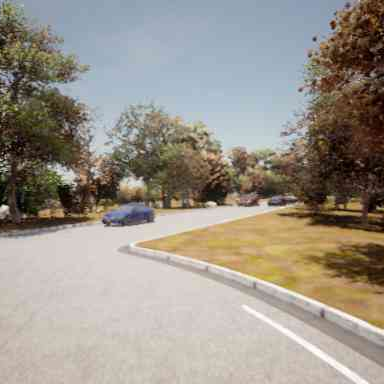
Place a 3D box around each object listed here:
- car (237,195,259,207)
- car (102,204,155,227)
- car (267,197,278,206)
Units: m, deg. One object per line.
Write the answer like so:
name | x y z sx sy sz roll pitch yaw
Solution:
car | 8.117 1.208 48.080 2.097 1.767 4.553 -1 0 28
car | -4.450 1.612 24.064 1.812 1.442 4.674 -1 0 28
car | 12.380 1.342 48.436 1.994 1.385 4.181 -1 0 28
